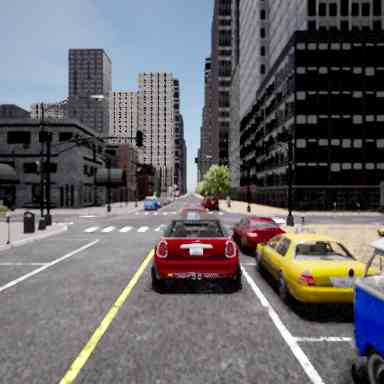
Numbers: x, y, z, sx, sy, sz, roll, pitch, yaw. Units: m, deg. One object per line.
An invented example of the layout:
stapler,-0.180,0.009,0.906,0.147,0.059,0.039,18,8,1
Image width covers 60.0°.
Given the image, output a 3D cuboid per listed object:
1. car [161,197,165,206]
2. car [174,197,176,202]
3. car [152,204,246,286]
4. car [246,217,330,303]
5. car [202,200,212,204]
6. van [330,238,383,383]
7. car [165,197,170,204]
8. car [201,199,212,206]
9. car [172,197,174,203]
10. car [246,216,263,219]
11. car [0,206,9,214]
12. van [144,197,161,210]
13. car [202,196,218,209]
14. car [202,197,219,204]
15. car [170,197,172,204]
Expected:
car,-5.673,1.733,51.610,1.967,1.590,4.097,0,0,0
car,-5.662,2.046,84.583,1.752,1.417,4.829,0,0,0
car,0.104,1.397,9.743,2.097,1.767,4.553,0,0,0
car,2.692,1.564,8.206,1.752,1.417,4.829,0,0,0
car,0.111,1.593,22.941,1.882,1.535,5.008,0,0,0
van,2.690,1.352,2.372,1.690,1.788,3.998,0,0,0
car,-5.670,1.806,62.659,1.967,1.590,4.097,0,0,0
car,2.711,1.932,62.658,1.947,1.339,4.313,0,0,0
car,-5.665,1.993,73.705,2.008,1.369,4.403,0,0,0
car,2.694,1.648,13.698,1.802,1.307,4.206,0,0,0
car,-21.395,1.619,33.924,4.829,1.417,1.752,0,0,0
van,-5.676,1.599,46.087,1.690,1.788,3.998,0,0,0
car,2.706,1.608,51.611,2.192,1.841,5.009,0,0,0
car,2.704,1.573,46.087,2.192,1.841,5.009,0,0,0
car,-5.667,1.954,68.181,2.008,1.369,4.403,0,0,0
